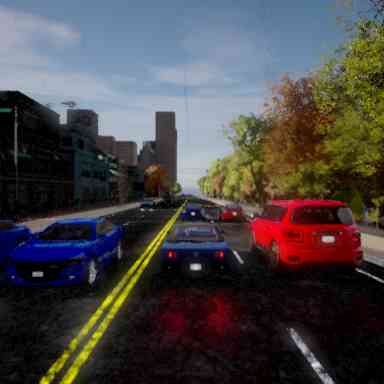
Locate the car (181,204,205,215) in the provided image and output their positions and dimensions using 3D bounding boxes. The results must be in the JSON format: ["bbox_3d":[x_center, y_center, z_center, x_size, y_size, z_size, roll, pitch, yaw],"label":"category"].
[{"bbox_3d":[0.097,1.683,28.060,1.994,1.385,4.181,0,0,0],"label":"car"}]

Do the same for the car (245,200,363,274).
[{"bbox_3d":[3.349,1.268,10.856,2.150,2.045,5.566,0,0,0],"label":"car"}]

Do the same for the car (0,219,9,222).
[{"bbox_3d":[-6.602,1.519,9.723,1.882,1.535,5.008,0,0,0],"label":"car"}]

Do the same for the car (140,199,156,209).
[{"bbox_3d":[-6.580,1.760,50.195,2.033,1.411,5.357,0,0,0],"label":"car"}]

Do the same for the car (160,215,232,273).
[{"bbox_3d":[0.099,1.647,10.771,1.895,1.301,4.718,0,0,0],"label":"car"}]

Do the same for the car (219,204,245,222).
[{"bbox_3d":[3.347,1.683,28.003,1.994,1.385,4.181,0,0,0],"label":"car"}]

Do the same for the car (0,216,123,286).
[{"bbox_3d":[-3.352,1.519,9.723,1.882,1.535,5.008,0,0,0],"label":"car"}]

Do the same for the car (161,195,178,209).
[{"bbox_3d":[-3.329,1.433,50.097,2.150,2.045,5.566,0,0,0],"label":"car"}]
